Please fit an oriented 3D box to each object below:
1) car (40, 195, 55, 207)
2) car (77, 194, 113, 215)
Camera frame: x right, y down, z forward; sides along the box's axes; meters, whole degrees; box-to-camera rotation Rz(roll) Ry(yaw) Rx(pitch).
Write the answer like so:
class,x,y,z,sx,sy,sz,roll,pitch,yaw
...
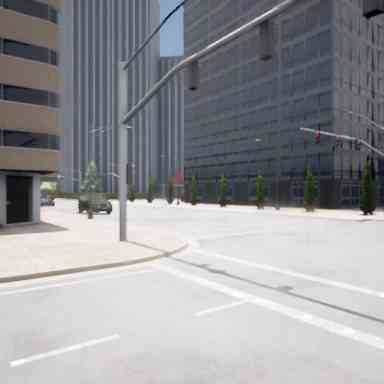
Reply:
class,x,y,z,sx,sy,sz,roll,pitch,yaw
car,-22.912,1.616,52.156,1.994,1.385,4.181,0,0,-36
car,-10.186,1.271,34.656,2.150,2.045,5.566,0,0,-36
